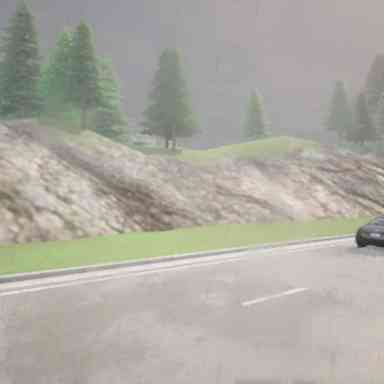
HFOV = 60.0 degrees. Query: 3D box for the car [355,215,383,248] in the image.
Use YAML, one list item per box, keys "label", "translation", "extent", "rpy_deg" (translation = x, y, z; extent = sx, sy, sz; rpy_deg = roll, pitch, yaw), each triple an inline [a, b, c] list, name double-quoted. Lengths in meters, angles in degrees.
- label: "car"
  translation: [8.903, 1.694, 14.334]
  extent: [4.181, 1.385, 1.994]
  rpy_deg: [1, 0, -35]
